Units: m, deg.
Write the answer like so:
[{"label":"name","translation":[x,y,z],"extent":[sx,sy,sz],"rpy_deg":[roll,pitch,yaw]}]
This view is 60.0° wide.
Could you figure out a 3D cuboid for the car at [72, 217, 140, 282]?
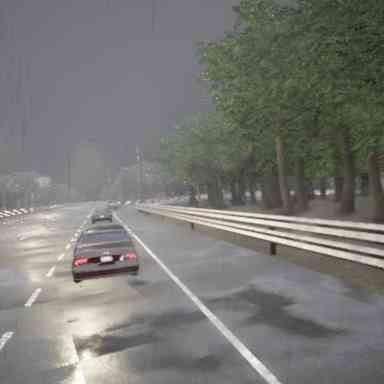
[{"label":"car","translation":[-2.817,1.791,10.791],"extent":[2.033,1.411,5.357],"rpy_deg":[-4,0,-15]}]

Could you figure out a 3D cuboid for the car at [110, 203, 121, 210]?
[{"label":"car","translation":[-15.194,2.886,65.181],"extent":[1.812,1.442,4.674],"rpy_deg":[-4,0,-2]}]

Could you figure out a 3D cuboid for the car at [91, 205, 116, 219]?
[{"label":"car","translation":[-9.103,2.348,33.591],"extent":[1.994,1.385,4.181],"rpy_deg":[-4,0,-15]}]
